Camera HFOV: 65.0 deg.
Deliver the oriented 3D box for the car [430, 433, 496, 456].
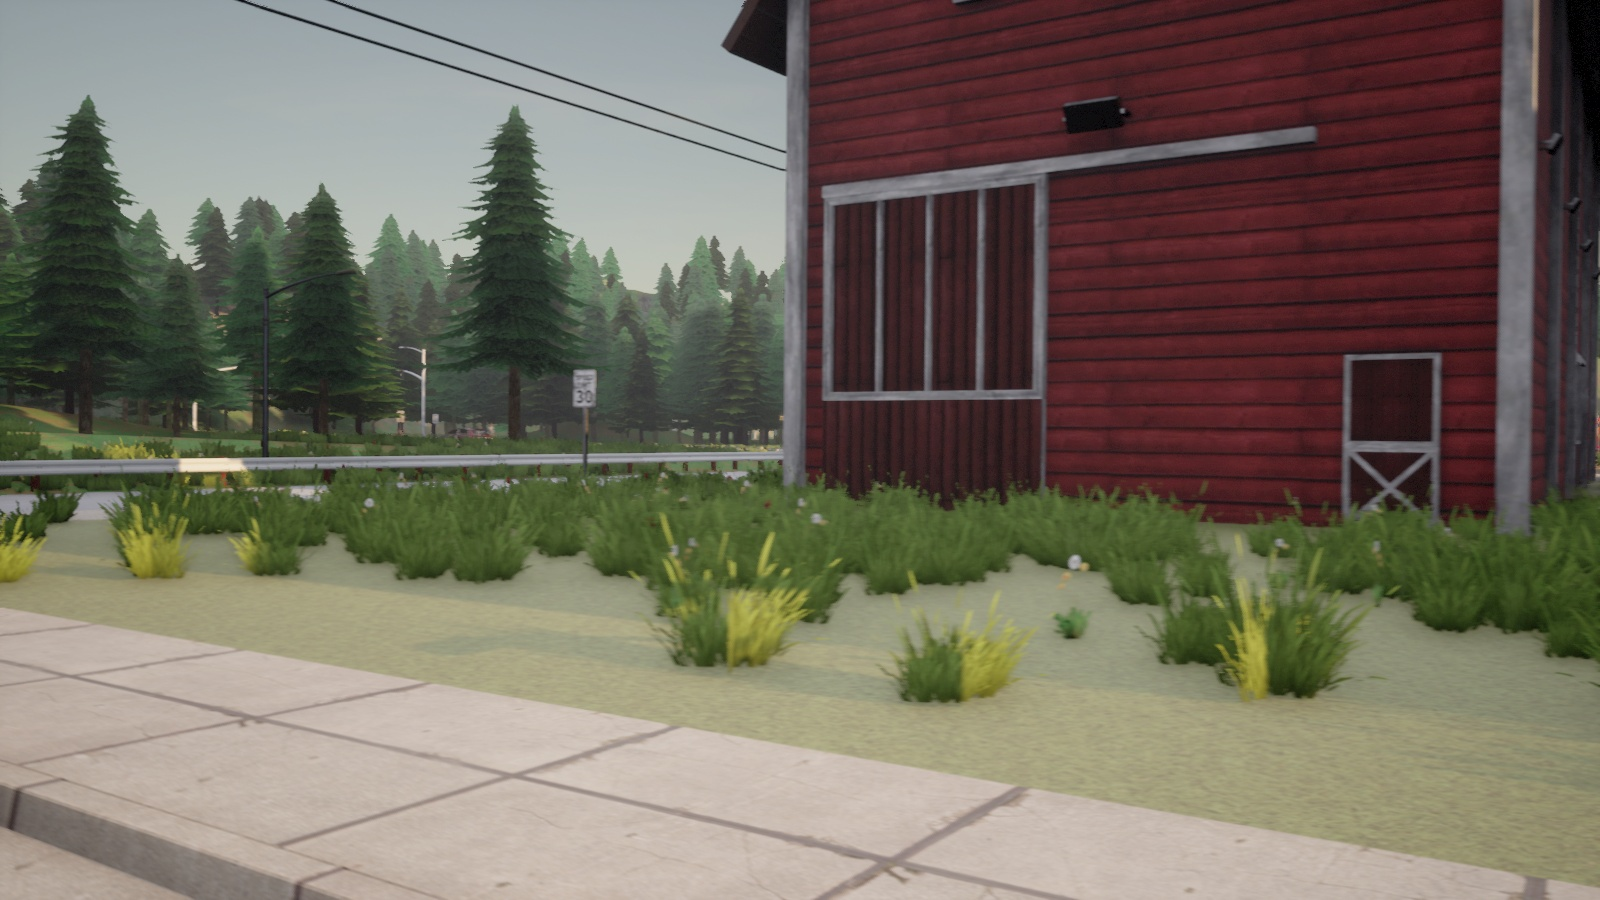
[{"bbox_3d":[-24.623,-0.393,91.680,4.856,1.649,2.033,0,1,36],"label":"car"}]
